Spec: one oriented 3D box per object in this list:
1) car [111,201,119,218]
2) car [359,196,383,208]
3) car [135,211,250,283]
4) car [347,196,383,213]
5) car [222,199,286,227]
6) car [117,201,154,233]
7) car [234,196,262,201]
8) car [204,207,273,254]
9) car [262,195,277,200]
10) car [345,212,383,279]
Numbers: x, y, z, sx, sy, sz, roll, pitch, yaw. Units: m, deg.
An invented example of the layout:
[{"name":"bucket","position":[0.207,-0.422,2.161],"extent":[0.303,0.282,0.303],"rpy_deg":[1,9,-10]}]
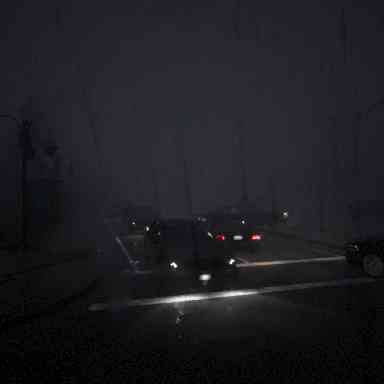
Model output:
[{"name":"car","position":[-6.280,1.515,30.103],"extent":[2.033,1.411,5.357],"rpy_deg":[0,0,-17]},{"name":"car","position":[23.875,1.273,43.219],"extent":[1.845,1.501,3.633],"rpy_deg":[0,0,-17]},{"name":"car","position":[-0.370,1.543,10.122],"extent":[2.033,1.411,5.357],"rpy_deg":[0,0,-15]},{"name":"car","position":[15.578,1.356,29.226],"extent":[1.970,1.475,3.806],"rpy_deg":[0,0,-17]},{"name":"car","position":[2.840,1.466,19.906],"extent":[5.357,1.411,2.033],"rpy_deg":[-3,1,-15]},{"name":"car","position":[-3.111,1.529,19.954],"extent":[2.033,1.411,5.357],"rpy_deg":[0,0,-17]},{"name":"car","position":[7.327,1.287,46.177],"extent":[2.007,1.523,4.514],"rpy_deg":[0,0,-17]},{"name":"car","position":[1.348,1.538,13.403],"extent":[2.033,1.411,5.357],"rpy_deg":[0,0,-4]},{"name":"car","position":[10.314,1.277,47.135],"extent":[2.152,1.636,5.027],"rpy_deg":[0,0,-17]},{"name":"car","position":[6.534,1.475,8.257],"extent":[5.008,1.535,1.882],"rpy_deg":[0,0,39]}]
